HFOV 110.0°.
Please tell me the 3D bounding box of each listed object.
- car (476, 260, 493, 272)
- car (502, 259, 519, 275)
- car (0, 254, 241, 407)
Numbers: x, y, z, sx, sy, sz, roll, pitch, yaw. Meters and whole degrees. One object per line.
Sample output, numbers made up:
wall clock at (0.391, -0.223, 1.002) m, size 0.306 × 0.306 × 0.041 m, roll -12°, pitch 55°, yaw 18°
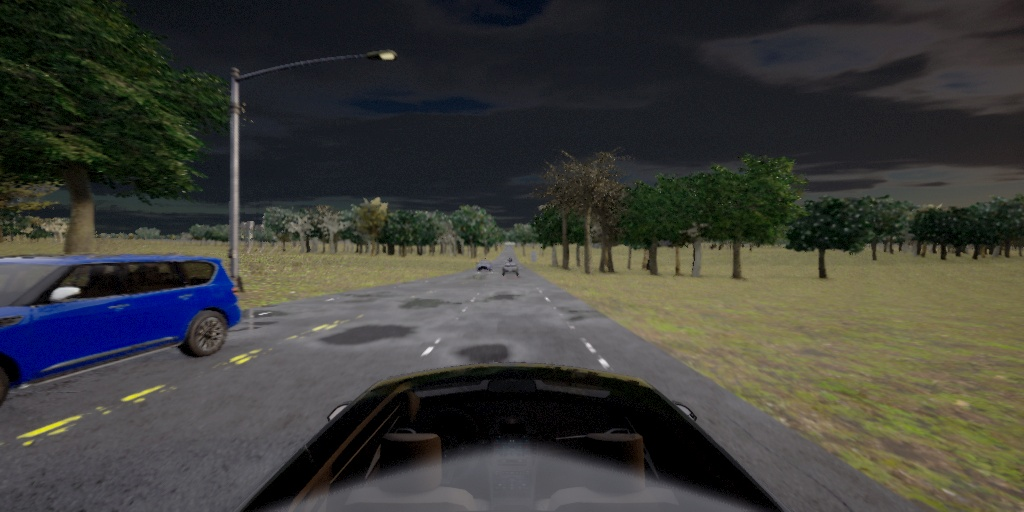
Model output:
car at (-3.792, 1.296, 49.647) m, size 2.097 × 1.767 × 4.553 m, roll 0°, pitch 0°, yaw 1°
car at (-0.192, 1.433, 42.763) m, size 2.128 × 1.511 × 4.902 m, roll 0°, pitch 0°, yaw 0°
car at (-7.079, 0.976, 5.622) m, size 2.150 × 2.045 × 5.566 m, roll 0°, pitch 0°, yaw 0°
